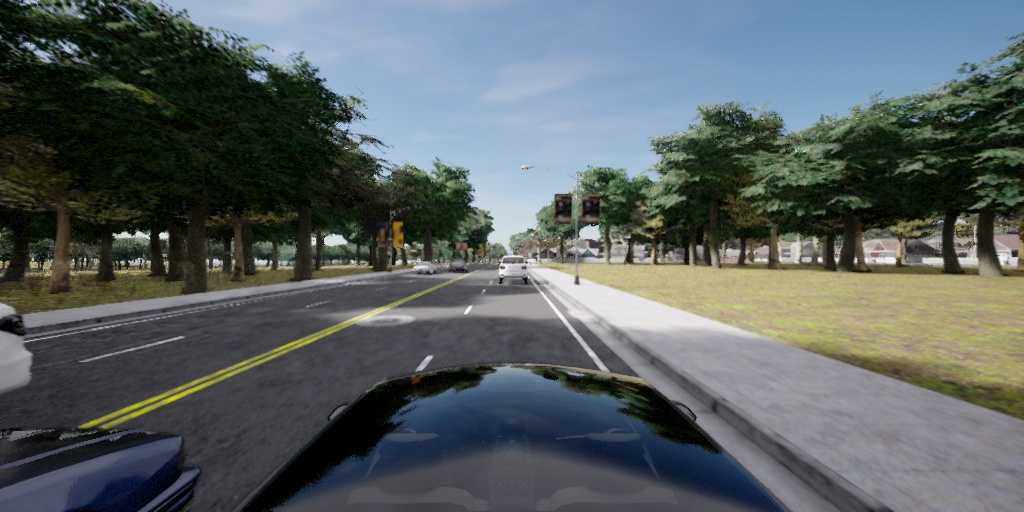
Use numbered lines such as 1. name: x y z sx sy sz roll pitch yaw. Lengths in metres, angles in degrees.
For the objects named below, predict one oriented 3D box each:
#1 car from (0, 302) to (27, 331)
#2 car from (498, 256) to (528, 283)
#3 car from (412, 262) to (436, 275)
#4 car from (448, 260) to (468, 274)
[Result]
1. car: -6.601 0.972 1.705 2.150 2.045 5.566 0 0 0
2. car: 0.106 1.008 28.361 2.150 2.045 5.566 0 0 0
3. car: -9.833 1.351 40.300 1.812 1.442 4.674 0 0 0
4. car: -6.576 1.316 44.075 1.882 1.535 5.008 0 0 0
